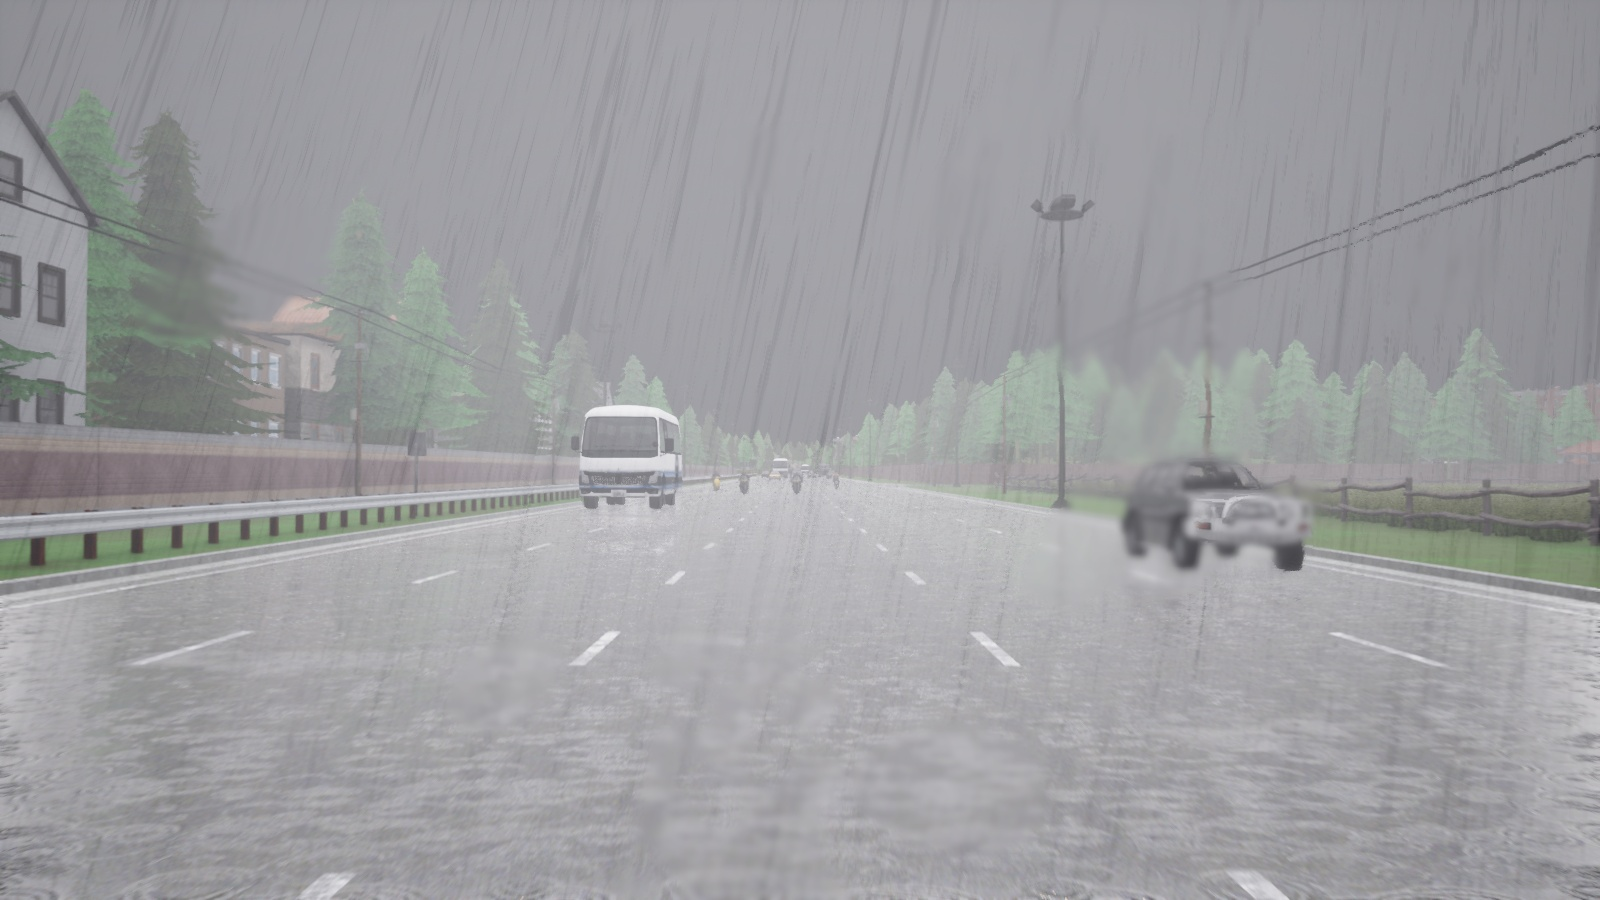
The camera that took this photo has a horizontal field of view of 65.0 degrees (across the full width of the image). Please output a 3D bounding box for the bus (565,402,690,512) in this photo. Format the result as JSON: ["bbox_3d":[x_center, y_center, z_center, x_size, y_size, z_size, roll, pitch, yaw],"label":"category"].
[{"bbox_3d":[-7.134,0.367,53.808,3.944,4.253,10.273,0,-1,0],"label":"bus"}]

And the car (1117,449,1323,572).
[{"bbox_3d":[6.948,0.960,21.329,1.932,1.855,4.605,0,-1,0],"label":"car"}]
